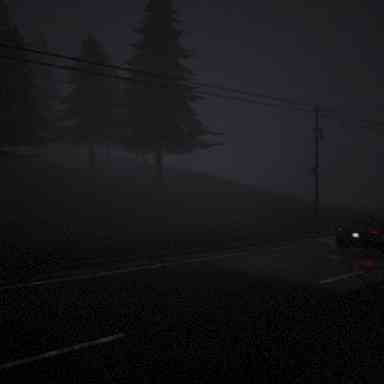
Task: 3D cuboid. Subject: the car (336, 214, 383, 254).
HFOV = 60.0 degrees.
[{"bbox_3d":[7.771,1.591,13.619,4.181,1.385,1.994,0,0,-35],"label":"car"}]
